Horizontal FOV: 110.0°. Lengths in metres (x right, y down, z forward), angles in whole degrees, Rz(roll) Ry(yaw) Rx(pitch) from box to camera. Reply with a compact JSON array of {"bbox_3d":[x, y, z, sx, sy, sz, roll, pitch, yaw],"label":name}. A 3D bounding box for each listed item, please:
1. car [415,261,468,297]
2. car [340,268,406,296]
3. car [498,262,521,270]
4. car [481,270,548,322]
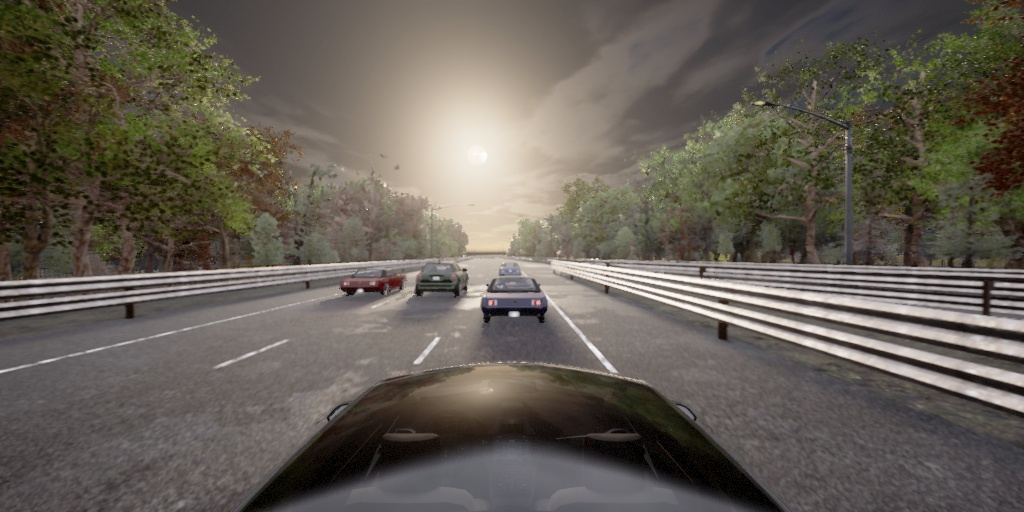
[{"bbox_3d":[-3.515,1.048,18.664,2.097,1.767,4.553,0,0,-1],"label":"car"},{"bbox_3d":[-7.012,1.298,18.727,1.895,1.301,4.718,0,0,-1],"label":"car"},{"bbox_3d":[-0.186,1.212,30.059,2.033,1.411,5.357,0,0,-1],"label":"car"},{"bbox_3d":[0.051,1.316,12.139,1.895,1.301,4.718,0,0,0],"label":"car"}]
